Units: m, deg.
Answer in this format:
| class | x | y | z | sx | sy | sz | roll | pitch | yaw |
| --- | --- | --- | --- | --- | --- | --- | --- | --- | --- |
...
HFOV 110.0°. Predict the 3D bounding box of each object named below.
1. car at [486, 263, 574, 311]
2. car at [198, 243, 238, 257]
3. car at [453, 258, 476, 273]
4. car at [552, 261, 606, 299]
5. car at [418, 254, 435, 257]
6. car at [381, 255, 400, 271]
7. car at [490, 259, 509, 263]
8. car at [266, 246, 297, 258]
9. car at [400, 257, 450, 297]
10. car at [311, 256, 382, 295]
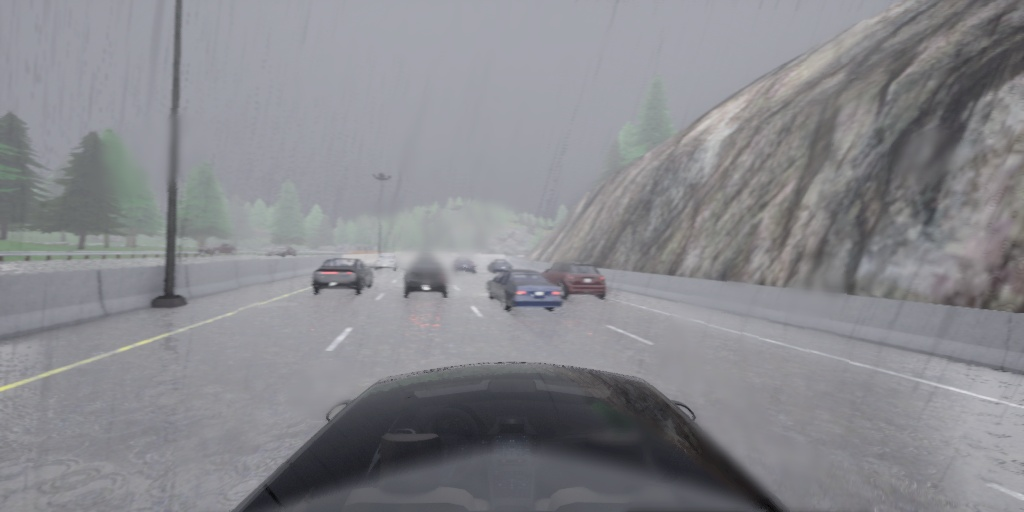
| class | x | y | z | sx | sy | sz | roll | pitch | yaw |
| --- | --- | --- | --- | --- | --- | --- | --- | --- | --- |
| car | 0.281 | 1.214 | 13.963 | 2.033 | 1.411 | 5.357 | 2 | 0 | -14 |
| car | -34.619 | -0.780 | 42.325 | 1.882 | 1.535 | 5.008 | 2 | 0 | -9 |
| car | -4.588 | 0.883 | 34.445 | 1.994 | 1.385 | 4.181 | 2 | 0 | -12 |
| car | 2.877 | 1.088 | 18.113 | 2.097 | 1.767 | 4.553 | 2 | 0 | -14 |
| car | -7.794 | 0.559 | 32.762 | 2.097 | 1.767 | 4.553 | 2 | 0 | -12 |
| car | -11.510 | 0.584 | 33.294 | 1.812 | 1.442 | 4.674 | 2 | 0 | -12 |
| car | -1.176 | 1.011 | 35.192 | 1.994 | 1.385 | 4.181 | 2 | 0 | -12 |
| car | -27.702 | -0.511 | 43.366 | 1.812 | 1.442 | 4.674 | 2 | 0 | -9 |
| car | -3.966 | 0.985 | 16.619 | 1.837 | 1.490 | 4.892 | 2 | 0 | -14 |
| car | -7.455 | 0.840 | 16.170 | 2.128 | 1.511 | 4.902 | 2 | 0 | -14 |
